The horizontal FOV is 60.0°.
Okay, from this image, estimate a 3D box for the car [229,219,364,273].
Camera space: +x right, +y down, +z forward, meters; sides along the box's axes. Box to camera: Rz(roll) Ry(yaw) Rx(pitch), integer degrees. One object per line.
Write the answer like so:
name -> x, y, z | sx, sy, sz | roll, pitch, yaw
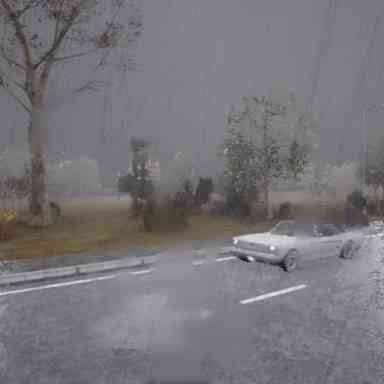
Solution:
car -> 3.490, 1.591, 10.778 | 4.718, 1.301, 1.895 | 0, 0, -35
